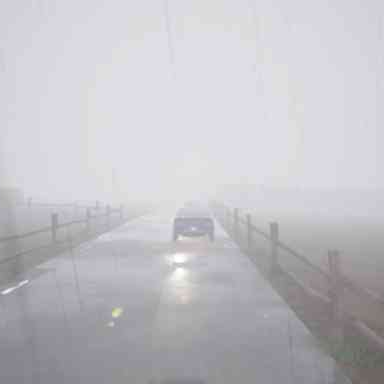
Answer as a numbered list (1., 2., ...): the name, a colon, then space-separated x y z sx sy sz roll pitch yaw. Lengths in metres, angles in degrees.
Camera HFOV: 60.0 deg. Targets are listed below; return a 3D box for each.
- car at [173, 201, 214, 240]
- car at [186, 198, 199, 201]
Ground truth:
1. car: 0.071 1.429 16.759 1.882 1.535 5.008 0 0 0
2. car: 0.051 1.458 37.150 2.128 1.511 4.902 0 0 0
